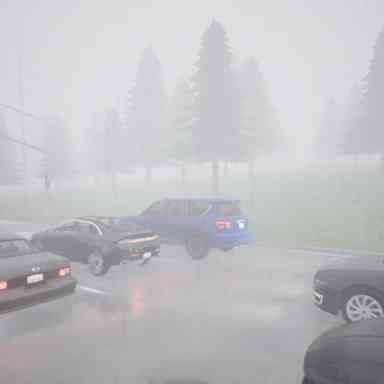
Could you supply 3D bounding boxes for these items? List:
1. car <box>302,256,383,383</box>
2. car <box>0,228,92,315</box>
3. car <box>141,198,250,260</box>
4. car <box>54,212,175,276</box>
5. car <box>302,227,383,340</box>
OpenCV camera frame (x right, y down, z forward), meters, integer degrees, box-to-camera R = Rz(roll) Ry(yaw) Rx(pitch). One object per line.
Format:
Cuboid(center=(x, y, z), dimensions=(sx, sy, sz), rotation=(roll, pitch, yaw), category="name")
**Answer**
Cuboid(center=(3.150, 1.475, 1.745), dimensions=(5.008, 1.535, 1.882), rotation=(0, 0, 35), category="car")
Cuboid(center=(-4.780, 1.559, 7.263), dimensions=(5.357, 1.411, 2.033), rotation=(0, 0, 36), category="car")
Cuboid(center=(-0.515, 1.233, 12.817), dimensions=(5.566, 2.045, 2.150), rotation=(0, 0, 35), category="car")
Cuboid(center=(-3.185, 1.504, 10.430), dimensions=(4.902, 1.511, 2.128), rotation=(0, 0, 36), category="car")
Cuboid(center=(4.436, 1.504, 5.127), dimensions=(4.892, 1.490, 1.837), rotation=(0, 0, 35), category="car")
